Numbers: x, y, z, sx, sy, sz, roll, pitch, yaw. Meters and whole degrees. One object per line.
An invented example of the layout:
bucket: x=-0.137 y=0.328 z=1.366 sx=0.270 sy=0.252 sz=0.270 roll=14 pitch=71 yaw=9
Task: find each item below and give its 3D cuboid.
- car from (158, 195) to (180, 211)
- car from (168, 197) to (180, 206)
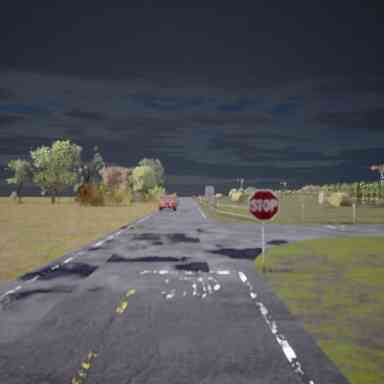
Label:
car: x=-3.107 y=1.397 z=43.104 sx=2.150 sy=2.045 sz=5.566 roll=0 pitch=0 yaw=-1
car: x=-3.275 y=1.758 z=61.245 sx=2.128 sy=1.511 sz=4.902 roll=0 pitch=0 yaw=0
